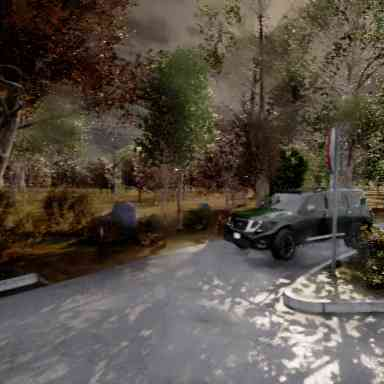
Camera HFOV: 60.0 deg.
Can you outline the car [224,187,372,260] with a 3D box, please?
[{"bbox_3d":[3.789,0.896,11.427,5.566,2.045,2.150,-2,3,-29],"label":"car"}]
